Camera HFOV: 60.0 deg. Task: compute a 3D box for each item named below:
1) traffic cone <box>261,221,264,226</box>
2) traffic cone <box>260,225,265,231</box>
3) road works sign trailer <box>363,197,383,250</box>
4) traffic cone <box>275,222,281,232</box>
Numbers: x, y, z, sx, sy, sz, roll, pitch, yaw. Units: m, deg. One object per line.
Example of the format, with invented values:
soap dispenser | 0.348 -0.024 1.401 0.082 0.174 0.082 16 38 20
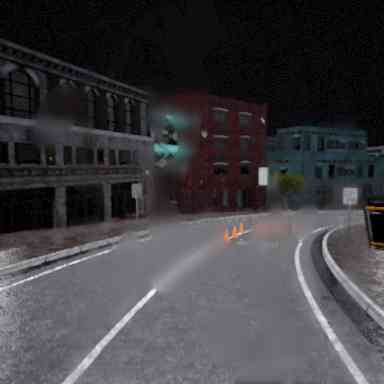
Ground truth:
traffic cone | 4.494 2.163 21.243 0.340 0.580 0.340 2 0 18
traffic cone | 3.835 2.262 19.111 0.340 0.340 0.580 2 0 -12
road works sign trailer | 6.991 1.240 9.494 3.560 2.380 2.880 1 44 37
traffic cone | 5.438 2.194 20.930 0.340 0.580 0.340 2 0 17
